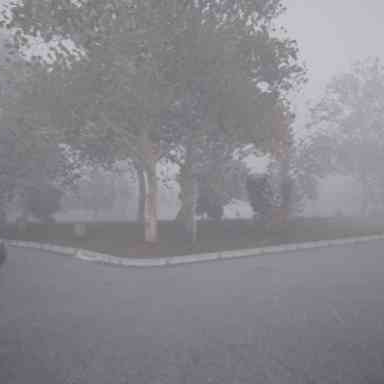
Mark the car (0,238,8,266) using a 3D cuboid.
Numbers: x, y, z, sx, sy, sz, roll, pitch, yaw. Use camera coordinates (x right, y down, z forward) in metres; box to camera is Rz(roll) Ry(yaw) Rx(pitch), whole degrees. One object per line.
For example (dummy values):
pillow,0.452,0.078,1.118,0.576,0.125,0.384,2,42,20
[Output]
car,-7.410,1.517,9.821,4.181,1.385,1.994,0,0,30
